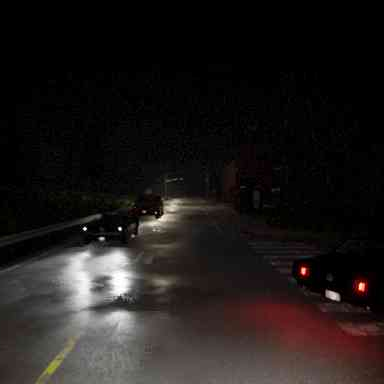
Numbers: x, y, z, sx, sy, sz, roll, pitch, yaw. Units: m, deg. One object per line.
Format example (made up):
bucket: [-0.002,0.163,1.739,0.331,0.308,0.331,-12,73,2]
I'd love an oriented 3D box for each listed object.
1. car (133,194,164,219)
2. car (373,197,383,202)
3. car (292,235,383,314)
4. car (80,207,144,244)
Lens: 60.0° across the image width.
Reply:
car: [-3.744,1.214,29.012,2.150,2.045,5.566,0,0,1]
car: [27.183,1.493,46.961,1.816,1.474,4.193,0,0,-1]
car: [4.514,1.599,7.128,4.718,1.301,1.895,0,0,-29]
car: [-3.699,1.597,15.812,1.895,1.301,4.718,0,0,0]
